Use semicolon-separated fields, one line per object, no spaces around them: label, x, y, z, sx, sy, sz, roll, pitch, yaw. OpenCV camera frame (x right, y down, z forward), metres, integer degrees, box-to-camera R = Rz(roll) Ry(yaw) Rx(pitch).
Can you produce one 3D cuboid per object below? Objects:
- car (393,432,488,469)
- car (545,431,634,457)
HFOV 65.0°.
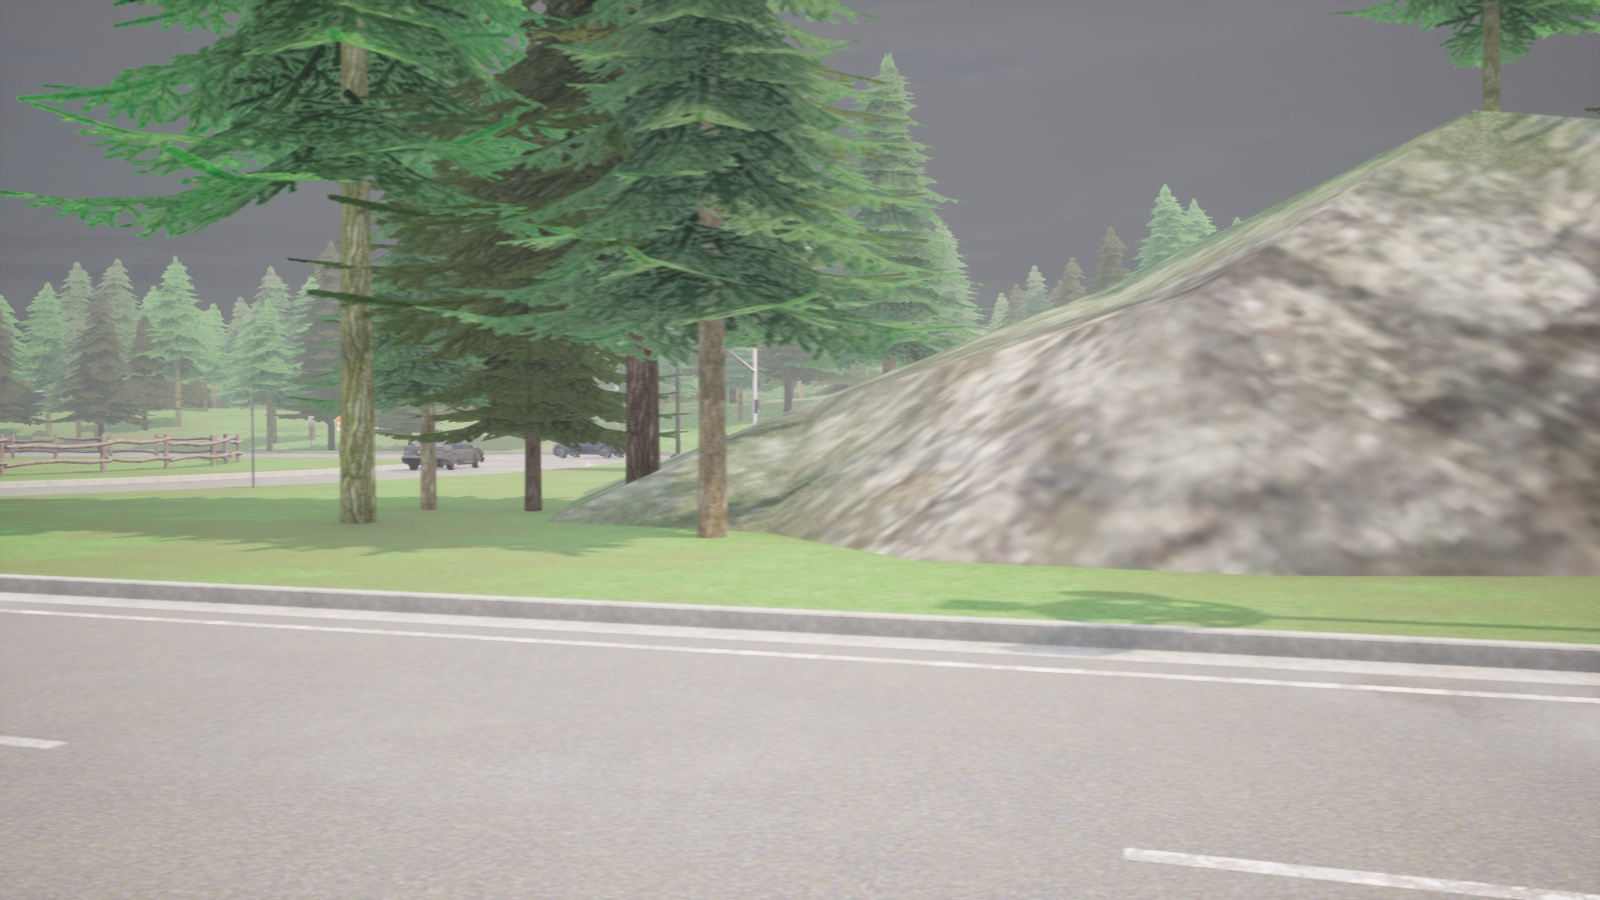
car;-14.777;-0.013;51.950;2.033;1.411;5.357;0;1;4
car;-11.980;-0.337;71.430;4.674;1.442;1.812;1;1;19
